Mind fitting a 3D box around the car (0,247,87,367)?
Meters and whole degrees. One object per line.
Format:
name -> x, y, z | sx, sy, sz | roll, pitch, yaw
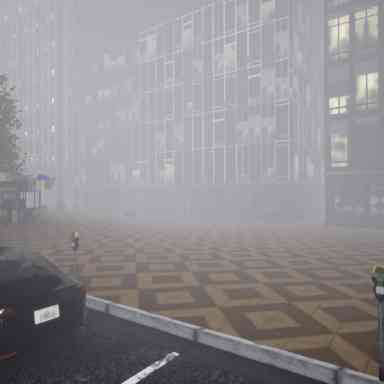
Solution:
car -> -3.507, 1.566, 5.371 | 4.313, 1.339, 1.947 | 0, 0, 35
